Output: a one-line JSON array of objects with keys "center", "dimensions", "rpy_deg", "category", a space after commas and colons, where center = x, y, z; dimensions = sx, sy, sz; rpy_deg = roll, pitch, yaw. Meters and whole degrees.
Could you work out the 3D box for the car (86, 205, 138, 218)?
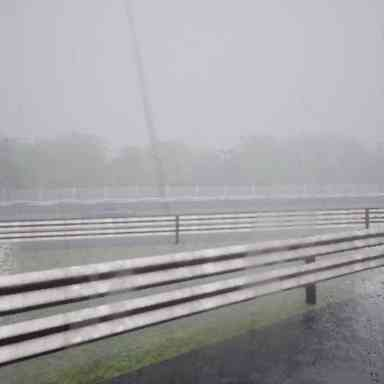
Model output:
[{"center": [-6.456, 1.760, 27.246], "dimensions": [4.181, 1.385, 1.994], "rpy_deg": [-1, 1, -11], "category": "car"}]
